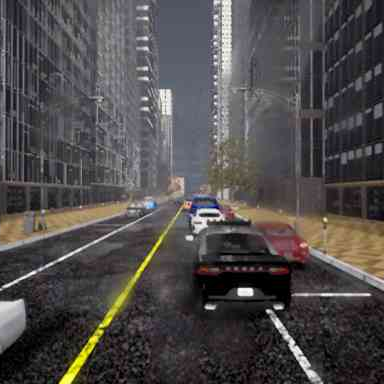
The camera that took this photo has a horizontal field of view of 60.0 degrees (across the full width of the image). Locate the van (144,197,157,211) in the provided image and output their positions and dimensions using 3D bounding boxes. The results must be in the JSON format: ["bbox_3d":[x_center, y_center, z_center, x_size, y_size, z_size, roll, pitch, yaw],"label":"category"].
[{"bbox_3d":[-5.773,1.588,45.517,1.690,1.788,3.998,0,0,0],"label":"van"}]

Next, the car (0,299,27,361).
[{"bbox_3d":[-3.102,1.614,2.140,1.895,1.301,4.718,0,0,0],"label":"car"}]

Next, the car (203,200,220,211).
[{"bbox_3d":[2.608,1.797,45.528,2.008,1.369,4.403,0,0,0],"label":"car"}]

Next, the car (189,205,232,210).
[{"bbox_3d":[0.868,1.629,18.005,1.812,1.442,4.674,0,0,0],"label":"car"}]

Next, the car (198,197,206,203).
[{"bbox_3d":[2.535,1.948,85.375,1.887,1.381,4.507,0,0,0],"label":"car"}]

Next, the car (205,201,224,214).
[{"bbox_3d":[2.618,1.771,39.835,2.008,1.369,4.403,0,0,0],"label":"car"}]

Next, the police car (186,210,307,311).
[{"bbox_3d":[0.886,1.472,8.115,1.930,1.638,5.238,0,0,0],"label":"police car"}]

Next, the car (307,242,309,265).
[{"bbox_3d":[2.671,1.647,11.373,1.802,1.307,4.206,0,0,0],"label":"car"}]

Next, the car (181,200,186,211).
[{"bbox_3d":[-0.067,1.599,45.629,2.097,1.767,4.553,0,0,0],"label":"car"}]

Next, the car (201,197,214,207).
[{"bbox_3d":[2.587,1.734,56.913,1.967,1.590,4.097,0,0,0],"label":"car"}]

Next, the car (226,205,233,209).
[{"bbox_3d":[2.639,1.743,28.450,1.802,1.307,4.206,0,0,0],"label":"car"}]

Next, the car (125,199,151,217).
[{"bbox_3d":[-5.752,1.743,34.131,2.008,1.369,4.403,0,0,0],"label":"car"}]

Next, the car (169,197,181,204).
[{"bbox_3d":[-3.132,1.899,71.189,2.033,1.411,5.357,0,0,0],"label":"car"}]

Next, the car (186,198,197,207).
[{"bbox_3d":[-0.108,1.827,58.764,1.812,1.442,4.674,0,0,0],"label":"car"}]

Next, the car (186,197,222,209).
[{"bbox_3d":[0.857,1.361,24.036,2.150,2.045,5.566,0,0,0],"label":"car"}]

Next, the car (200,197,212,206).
[{"bbox_3d":[2.576,1.757,62.605,1.967,1.590,4.097,0,0,0],"label":"car"}]
